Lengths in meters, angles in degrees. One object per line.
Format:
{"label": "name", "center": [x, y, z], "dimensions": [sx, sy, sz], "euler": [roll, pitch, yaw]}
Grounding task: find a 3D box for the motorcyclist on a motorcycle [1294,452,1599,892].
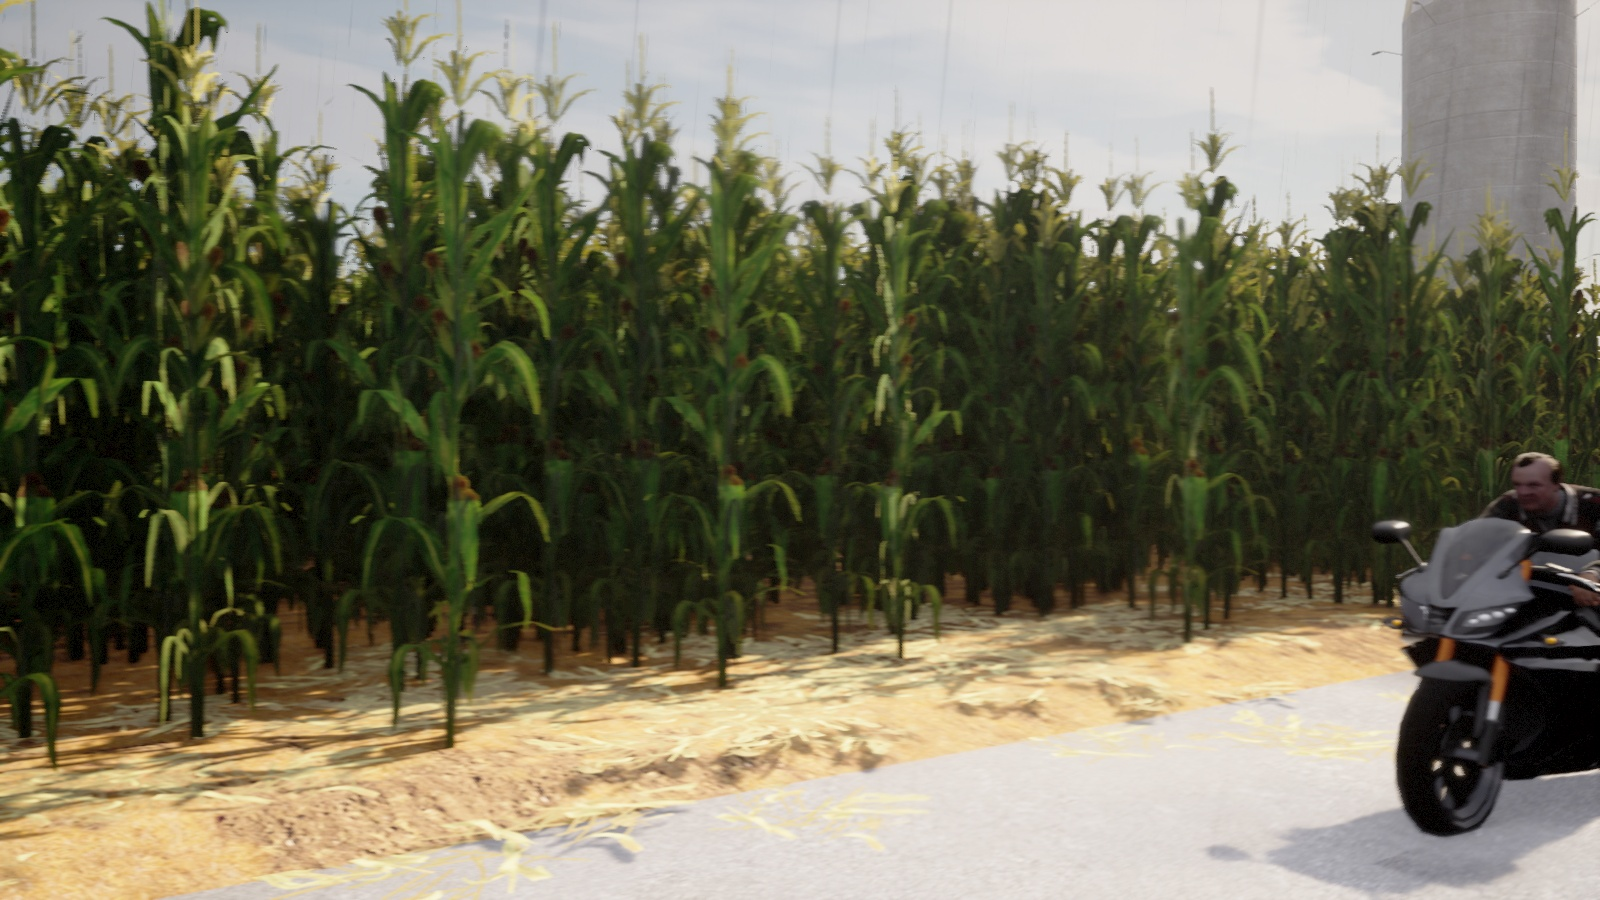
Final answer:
{"label": "motorcyclist on a motorcycle", "center": [3.156, 0.775, 5.367], "dimensions": [2.191, 1.530, 0.866], "euler": [0, 0, -35]}
